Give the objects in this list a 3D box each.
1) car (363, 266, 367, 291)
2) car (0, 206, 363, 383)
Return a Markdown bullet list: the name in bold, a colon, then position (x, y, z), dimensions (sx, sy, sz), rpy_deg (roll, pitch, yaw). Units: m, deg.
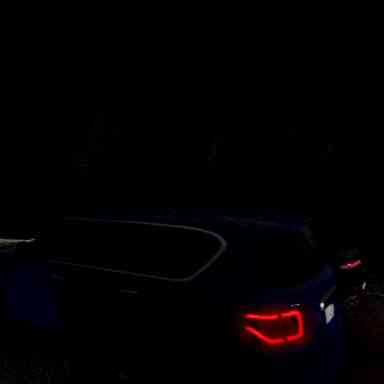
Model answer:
- **car**: position (1.183, 1.494, 7.515), dimensions (4.902, 1.511, 2.128), rpy_deg (0, 0, 34)
- **car**: position (-0.893, 1.212, 4.686), dimensions (5.566, 2.045, 2.150), rpy_deg (0, 0, 35)
